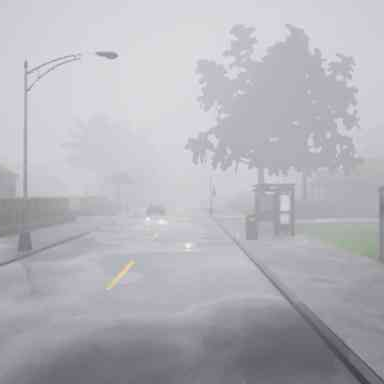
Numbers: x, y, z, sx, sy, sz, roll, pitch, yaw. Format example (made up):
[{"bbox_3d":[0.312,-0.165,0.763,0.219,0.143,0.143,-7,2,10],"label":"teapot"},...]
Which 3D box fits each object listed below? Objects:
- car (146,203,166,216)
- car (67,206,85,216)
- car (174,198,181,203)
[{"bbox_3d":[-4.021,1.952,37.630,1.895,1.301,4.718,0,-1,0],"label":"car"},{"bbox_3d":[-12.900,1.645,30.964,5.357,1.415,2.033,0,-1,3],"label":"car"},{"bbox_3d":[-4.046,2.398,92.004,2.033,1.411,5.357,0,-1,0],"label":"car"}]
